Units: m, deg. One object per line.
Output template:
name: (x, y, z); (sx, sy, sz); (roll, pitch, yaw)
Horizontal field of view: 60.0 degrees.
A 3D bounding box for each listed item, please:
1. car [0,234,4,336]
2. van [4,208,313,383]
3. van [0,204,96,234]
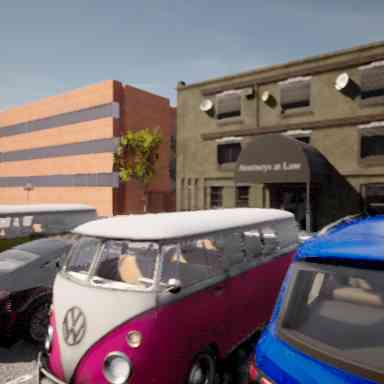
car: (-2.145, 1.559, 6.520); (2.002, 1.452, 4.674); (-1, 0, 36)
van: (0.087, 1.273, 4.787); (1.878, 1.987, 4.442); (-1, 0, 36)
van: (-4.415, 1.309, 7.999); (1.878, 1.987, 4.442); (0, 0, 36)
